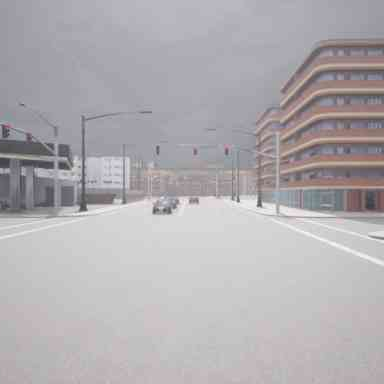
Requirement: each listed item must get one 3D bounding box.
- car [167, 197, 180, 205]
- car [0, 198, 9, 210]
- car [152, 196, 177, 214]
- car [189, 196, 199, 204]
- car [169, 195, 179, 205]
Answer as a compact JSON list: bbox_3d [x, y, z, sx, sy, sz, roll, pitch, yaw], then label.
[{"bbox_3d":[-3.205,1.600,58.377,1.895,1.301,4.718,0,0,0],"label":"car"},{"bbox_3d":[-23.943,1.455,39.422,3.806,1.475,1.970,0,0,1],"label":"car"},{"bbox_3d":[-3.076,1.491,35.230,2.128,1.511,4.902,0,0,0],"label":"car"},{"bbox_3d":[0.345,1.491,63.731,2.128,1.511,4.902,0,0,0],"label":"car"},{"bbox_3d":[-3.133,1.352,44.948,2.097,1.767,4.553,0,0,0],"label":"car"}]
